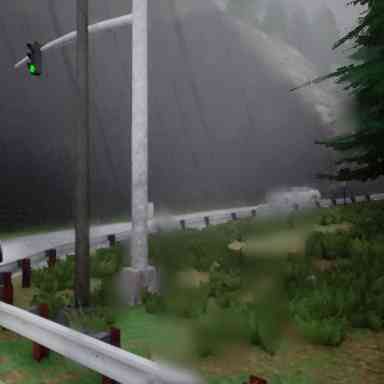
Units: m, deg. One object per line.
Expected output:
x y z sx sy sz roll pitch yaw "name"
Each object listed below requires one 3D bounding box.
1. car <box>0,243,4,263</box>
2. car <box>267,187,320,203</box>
-7.296 1.566 9.070 2.097 1.767 4.553 -3 -3 2 "car"
8.460 0.321 27.611 4.674 1.442 1.812 -5 2 -21 "car"
